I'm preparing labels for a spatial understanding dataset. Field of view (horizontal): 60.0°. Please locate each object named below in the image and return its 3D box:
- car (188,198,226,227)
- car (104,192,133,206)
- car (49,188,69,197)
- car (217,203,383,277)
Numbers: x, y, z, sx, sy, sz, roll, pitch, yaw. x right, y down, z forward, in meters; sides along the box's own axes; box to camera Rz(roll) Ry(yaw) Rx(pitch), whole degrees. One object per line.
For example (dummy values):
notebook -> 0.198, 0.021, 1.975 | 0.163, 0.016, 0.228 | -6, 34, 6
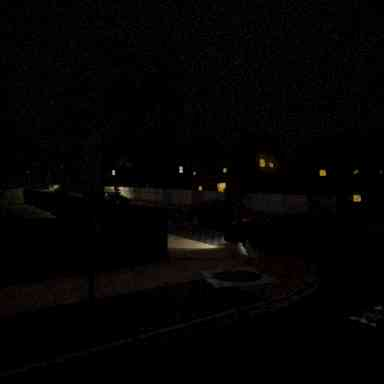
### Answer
car -> 1.803, 1.126, 17.064 | 1.882, 1.535, 5.008 | 0, 2, -36
car -> -7.143, 0.722, 29.839 | 2.033, 1.411, 5.357 | 0, 2, -35
car -> -18.831, 0.108, 46.800 | 2.033, 1.411, 5.357 | 0, 2, -35
car -> 3.633, 1.373, 10.094 | 5.357, 1.411, 2.033 | 6, 5, 38
